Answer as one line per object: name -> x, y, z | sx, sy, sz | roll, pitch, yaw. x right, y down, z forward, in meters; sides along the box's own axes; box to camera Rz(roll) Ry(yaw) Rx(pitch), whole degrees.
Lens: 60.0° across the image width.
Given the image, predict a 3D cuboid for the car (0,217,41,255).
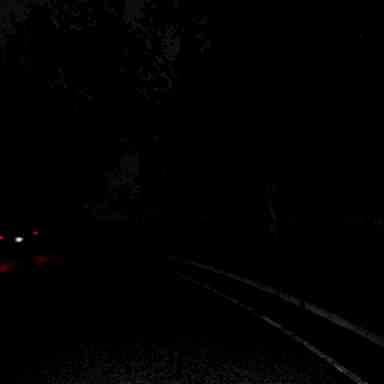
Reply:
car -> -7.736, 1.662, 12.724 | 4.181, 1.385, 1.994 | -1, 0, 32
